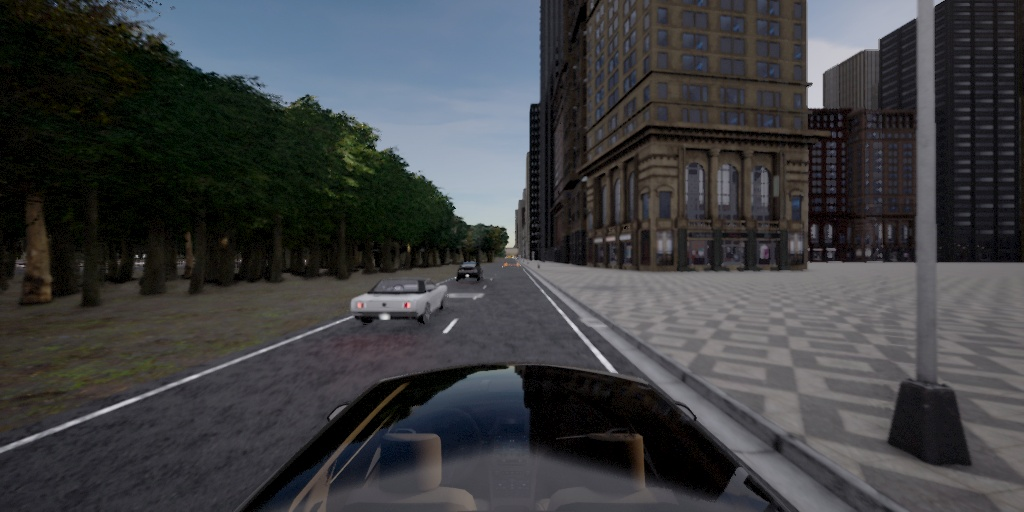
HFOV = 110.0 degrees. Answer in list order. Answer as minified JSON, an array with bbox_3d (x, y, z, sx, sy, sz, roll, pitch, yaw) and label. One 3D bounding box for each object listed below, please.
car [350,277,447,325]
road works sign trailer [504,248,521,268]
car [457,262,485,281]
[{"bbox_3d":[-3.401,1.353,11.831,1.895,1.301,4.718,0,0,0],"label":"car"},{"bbox_3d":[-0.004,0.235,62.773,2.380,3.560,2.880,0,0,0],"label":"road works sign trailer"},{"bbox_3d":[-3.401,1.261,29.672,1.837,1.490,4.892,0,0,0],"label":"car"}]
